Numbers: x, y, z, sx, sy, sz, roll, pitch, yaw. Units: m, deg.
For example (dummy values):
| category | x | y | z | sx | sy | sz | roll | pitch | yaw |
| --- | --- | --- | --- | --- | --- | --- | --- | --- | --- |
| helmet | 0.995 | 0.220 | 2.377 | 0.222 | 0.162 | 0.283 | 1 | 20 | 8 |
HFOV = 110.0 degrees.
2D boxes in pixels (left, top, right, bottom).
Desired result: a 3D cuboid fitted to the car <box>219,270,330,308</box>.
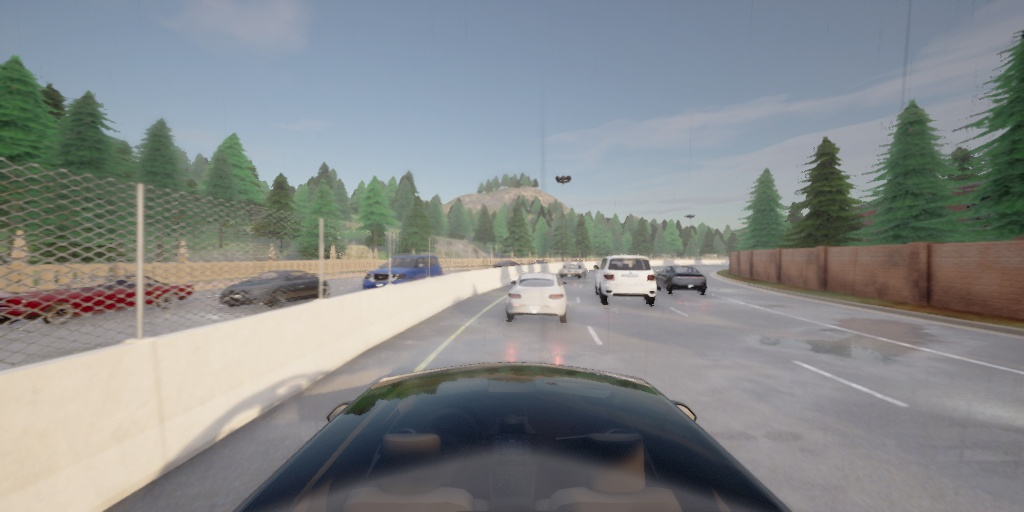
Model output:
| category | x | y | z | sx | sy | sz | roll | pitch | yaw |
| --- | --- | --- | --- | --- | --- | --- | --- | --- | --- |
| car | -9.531 | 1.271 | 14.824 | 1.994 | 1.385 | 4.181 | 0 | 0 | 8 |

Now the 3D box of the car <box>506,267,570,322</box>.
| category | x | y | z | sx | sy | sz | roll | pitch | yaw |
| --- | --- | --- | --- | --- | --- | --- | --- | --- | --- |
| car | 0.901 | 1.279 | 12.231 | 1.812 | 1.442 | 4.674 | 0 | 0 | 7 |

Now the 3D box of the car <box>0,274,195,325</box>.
| category | x | y | z | sx | sy | sz | roll | pitch | yaw |
| --- | --- | --- | --- | --- | --- | --- | --- | --- | --- |
| car | -13.444 | 1.291 | 11.717 | 1.895 | 1.301 | 4.718 | 0 | 0 | 6 |

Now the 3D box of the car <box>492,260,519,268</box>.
| category | x | y | z | sx | sy | sz | roll | pitch | yaw |
| --- | --- | --- | --- | --- | --- | --- | --- | --- | --- |
| car | -0.919 | 1.290 | 52.705 | 2.033 | 1.411 | 5.357 | 0 | 0 | 28 |

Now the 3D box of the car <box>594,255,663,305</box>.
| category | x | y | z | sx | sy | sz | roll | pitch | yaw |
| --- | --- | --- | --- | --- | --- | --- | --- | --- | --- |
| car | 5.011 | 0.992 | 16.364 | 2.150 | 2.045 | 5.566 | 0 | 0 | 10 |

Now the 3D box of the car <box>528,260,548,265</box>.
| category | x | y | z | sx | sy | sz | roll | pitch | yaw |
| --- | --- | --- | --- | --- | --- | --- | --- | --- | --- |
| car | 3.973 | 1.328 | 54.267 | 1.994 | 1.385 | 4.181 | 0 | 0 | 31 |

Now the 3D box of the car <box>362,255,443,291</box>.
| category | x | y | z | sx | sy | sz | roll | pitch | yaw |
| --- | --- | --- | --- | --- | --- | --- | --- | --- | --- |
| car | -5.438 | 0.947 | 18.722 | 2.150 | 2.045 | 5.566 | 0 | 0 | 10 |

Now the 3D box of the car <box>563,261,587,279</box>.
| category | x | y | z | sx | sy | sz | roll | pitch | yaw |
| --- | --- | --- | --- | --- | --- | --- | --- | --- | --- |
| car | 5.619 | 1.373 | 32.591 | 1.895 | 1.301 | 4.718 | 0 | 0 | 19 |

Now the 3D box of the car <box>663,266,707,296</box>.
| category | x | y | z | sx | sy | sz | roll | pitch | yaw |
| --- | --- | --- | --- | --- | --- | --- | --- | --- | --- |
| car | 9.304 | 1.281 | 20.017 | 2.128 | 1.511 | 4.902 | 0 | 0 | 12 |
